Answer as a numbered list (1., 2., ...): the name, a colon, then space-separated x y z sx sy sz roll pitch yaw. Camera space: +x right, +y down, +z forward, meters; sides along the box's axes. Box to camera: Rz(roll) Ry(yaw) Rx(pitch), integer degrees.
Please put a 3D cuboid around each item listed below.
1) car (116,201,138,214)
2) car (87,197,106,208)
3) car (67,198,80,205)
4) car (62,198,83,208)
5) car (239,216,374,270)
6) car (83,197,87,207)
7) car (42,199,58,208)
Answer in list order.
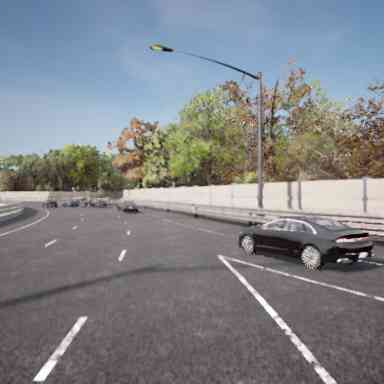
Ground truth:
1. car: -8.019 1.812 40.789 1.994 1.385 4.181 0 0 -25
2. car: -15.894 1.907 56.528 2.128 1.511 4.902 0 -1 -28
3. car: -26.721 2.103 74.902 2.128 1.511 4.902 0 0 -27
4. car: -21.623 2.006 59.240 2.033 1.411 5.357 0 0 -35
5. car: 3.570 1.563 11.387 2.128 1.511 4.902 0 0 -30
6. car: -18.342 1.969 60.794 1.837 1.490 4.892 -1 0 -36
7. car: -24.542 1.960 57.309 1.837 1.490 4.892 0 0 -35
